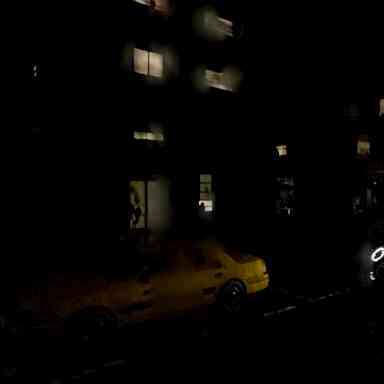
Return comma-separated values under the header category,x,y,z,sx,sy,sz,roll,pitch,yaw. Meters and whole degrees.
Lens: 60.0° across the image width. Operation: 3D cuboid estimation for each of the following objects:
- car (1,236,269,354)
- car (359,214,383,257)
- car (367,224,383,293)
category,x,y,z,sx,sy,sz,roll,pitch,yaw
car,-0.686,1.525,6.068,4.829,1.417,1.752,0,0,-35
car,8.461,1.550,12.566,4.403,1.369,2.008,0,0,-35
car,6.020,1.351,7.653,4.553,1.767,2.097,0,0,-35
